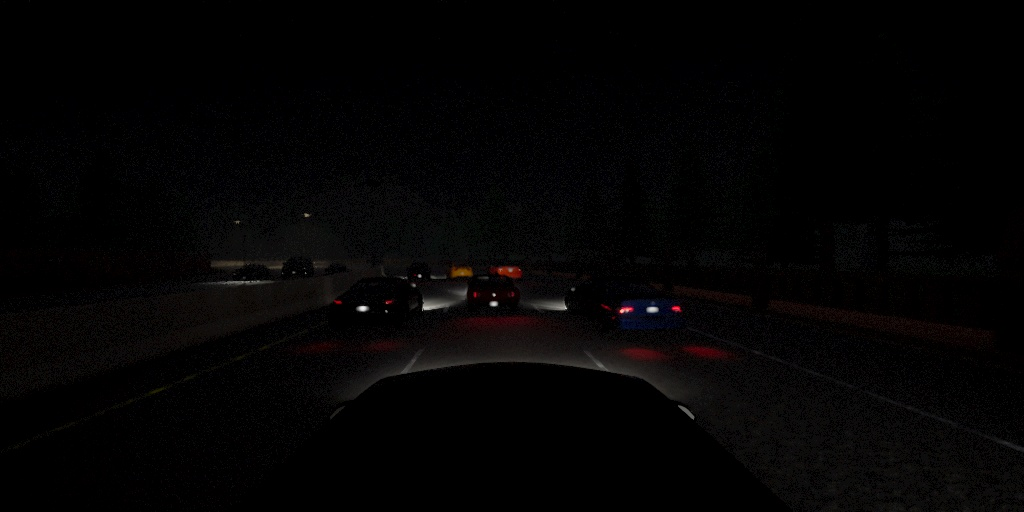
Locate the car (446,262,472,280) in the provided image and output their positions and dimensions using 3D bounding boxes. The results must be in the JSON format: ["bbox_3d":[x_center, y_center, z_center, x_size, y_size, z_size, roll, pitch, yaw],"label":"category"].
[{"bbox_3d":[-4.869,1.326,32.517,1.882,1.535,5.008,0,0,-17],"label":"car"}]

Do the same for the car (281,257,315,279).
[{"bbox_3d":[-20.715,1.123,34.913,2.150,2.045,5.566,0,0,-22],"label":"car"}]

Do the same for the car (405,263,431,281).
[{"bbox_3d":[-8.124,1.359,31.185,1.837,1.490,4.892,0,0,-16],"label":"car"}]

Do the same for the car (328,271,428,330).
[{"bbox_3d":[-4.080,1.352,11.349,1.994,1.385,4.181,0,0,-5],"label":"car"}]

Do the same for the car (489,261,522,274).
[{"bbox_3d":[-0.688,1.182,30.575,2.097,1.767,4.553,0,0,-15],"label":"car"}]

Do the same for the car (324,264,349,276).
[{"bbox_3d":[-16.857,1.437,34.688,2.033,1.411,5.357,0,0,-21],"label":"car"}]

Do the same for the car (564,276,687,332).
[{"bbox_3d":[3.046,1.313,10.886,2.033,1.411,5.357,0,0,-5],"label":"car"}]

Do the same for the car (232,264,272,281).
[{"bbox_3d":[-23.632,1.452,32.837,2.033,1.411,5.357,0,0,-21],"label":"car"}]

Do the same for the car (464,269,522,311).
[{"bbox_3d":[-0.925,1.389,14.761,1.895,1.301,4.718,0,0,-7],"label":"car"}]
